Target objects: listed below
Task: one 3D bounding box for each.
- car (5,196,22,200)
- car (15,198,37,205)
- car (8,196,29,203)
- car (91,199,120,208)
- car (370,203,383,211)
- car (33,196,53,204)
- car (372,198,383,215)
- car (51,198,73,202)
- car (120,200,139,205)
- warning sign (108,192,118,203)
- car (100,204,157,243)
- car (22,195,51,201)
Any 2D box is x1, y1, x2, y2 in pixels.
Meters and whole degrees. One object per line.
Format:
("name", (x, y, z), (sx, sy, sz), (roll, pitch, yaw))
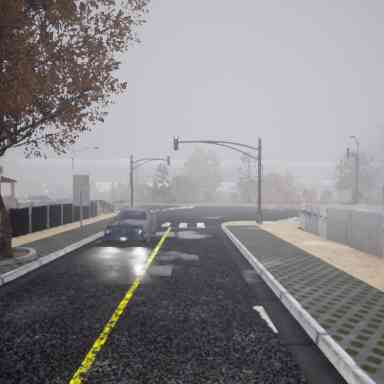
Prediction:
("car", (-32.193, 1.813, 61.703), (4.902, 1.511, 2.128), (-1, 2, 36))
("car", (-33.054, 1.819, 66.347), (4.718, 1.301, 1.895), (-1, 2, 36))
("car", (-38.968, 1.608, 74.651), (4.902, 1.511, 2.128), (-1, 2, 36))
("car", (-12.004, 1.727, 42.897), (4.892, 1.490, 1.837), (-1, 2, 35))
("car", (16.679, 1.355, 26.072), (5.008, 1.535, 1.882), (-1, 1, 36))
("car", (-30.863, 1.656, 68.768), (4.181, 1.385, 1.994), (-1, 2, 36))
("car", (18.506, 1.289, 29.017), (4.674, 1.442, 1.812), (0, 2, 37))
("car", (-19.449, 1.686, 52.330), (4.902, 1.511, 2.128), (-1, 2, 36))
("car", (-9.302, 1.707, 44.952), (4.718, 1.301, 1.895), (0, 2, 36))
("warning sign", (-14.250, 0.993, 60.238), (1.060, 1.860, 1.300), (2, 1, 36))
("car", (-2.824, 1.542, 16.344), (2.033, 1.411, 5.357), (0, 0, 0))
("car", (-23.074, 1.540, 50.936), (5.566, 2.045, 2.150), (-1, 2, 36))
